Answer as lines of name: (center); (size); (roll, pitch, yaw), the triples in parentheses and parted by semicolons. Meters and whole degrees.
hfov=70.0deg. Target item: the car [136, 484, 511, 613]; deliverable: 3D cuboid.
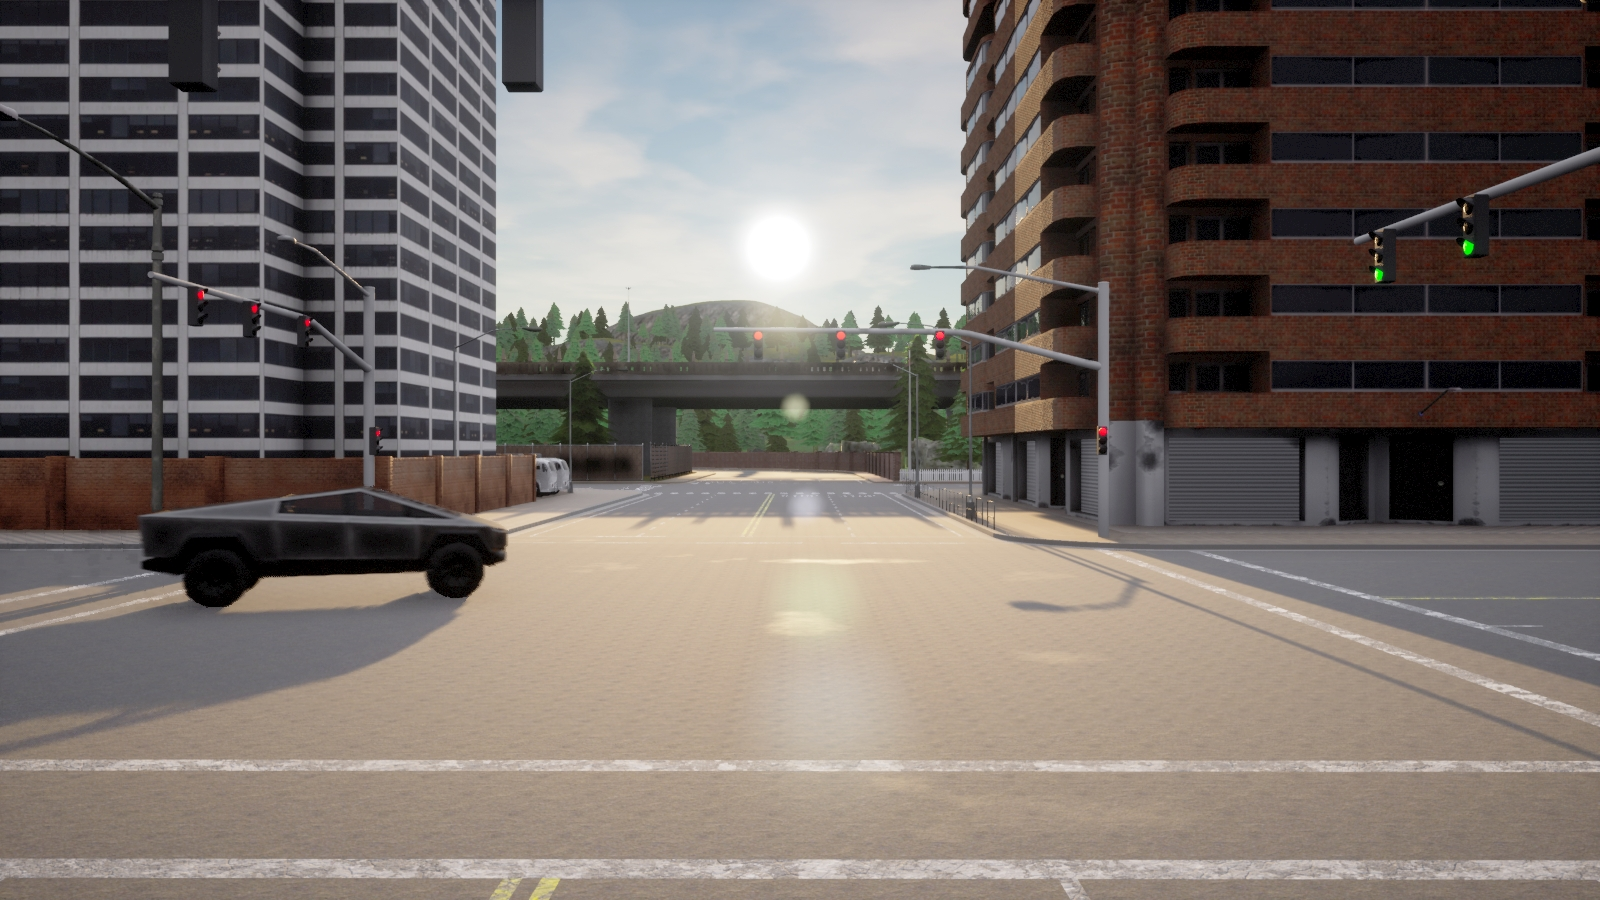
car: (-8.826, 1.752, 21.777); (6.274, 2.098, 2.390); (0, 0, -18)
